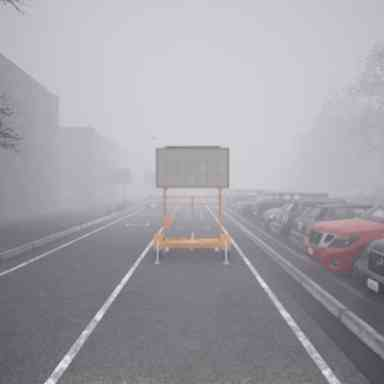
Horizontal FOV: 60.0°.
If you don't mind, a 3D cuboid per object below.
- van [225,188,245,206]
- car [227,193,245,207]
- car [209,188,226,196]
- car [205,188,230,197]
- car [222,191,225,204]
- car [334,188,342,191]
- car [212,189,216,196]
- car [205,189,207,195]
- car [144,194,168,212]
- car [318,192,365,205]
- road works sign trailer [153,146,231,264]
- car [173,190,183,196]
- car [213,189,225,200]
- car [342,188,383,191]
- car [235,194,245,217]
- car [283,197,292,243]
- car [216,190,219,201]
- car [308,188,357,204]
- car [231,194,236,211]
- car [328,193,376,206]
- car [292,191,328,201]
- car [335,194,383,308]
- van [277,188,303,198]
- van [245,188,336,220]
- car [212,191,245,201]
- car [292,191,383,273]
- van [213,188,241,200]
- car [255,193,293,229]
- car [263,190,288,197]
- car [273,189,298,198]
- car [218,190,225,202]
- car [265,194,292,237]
[{"bbox_3d":[5.588,0.724,30.539,4.442,1.987,1.878,0,1,0],"label":"van"},{"bbox_3d":[5.673,1.028,27.741,4.792,1.488,2.163,0,1,0],"label":"car"},{"bbox_3d":[5.751,0.385,50.156,5.566,2.045,2.435,0,1,0],"label":"car"},{"bbox_3d":[5.794,0.058,75.384,5.566,2.045,2.435,0,1,0],"label":"car"},{"bbox_3d":[5.737,0.931,33.346,4.792,1.488,2.163,0,1,0],"label":"car"},{"bbox_3d":[18.761,0.600,36.357,5.566,2.045,2.435,0,1,0],"label":"car"},{"bbox_3d":[5.715,0.677,47.353,4.892,1.521,2.231,0,1,0],"label":"car"},{"bbox_3d":[5.773,0.152,66.974,5.566,2.045,2.435,0,1,0],"label":"car"},{"bbox_3d":[-3.278,0.966,30.729,2.128,1.511,4.902,0,1,0],"label":"car"},{"bbox_3d":[18.789,0.761,41.929,5.008,1.535,2.097,0,1,0],"label":"car"},{"bbox_3d":[0.016,0.276,11.022,2.380,3.560,2.880,0,1,1],"label":"road works sign trailer"},{"bbox_3d":[-3.088,0.375,72.394,1.812,1.442,4.674,0,1,0],"label":"car"},{"bbox_3d":[5.688,0.747,44.556,4.792,1.488,2.163,0,1,0],"label":"car"},{"bbox_3d":[18.759,0.646,33.695,5.566,2.045,2.435,0,1,0],"label":"car"},{"bbox_3d":[5.692,1.096,22.134,5.008,1.535,2.097,0,1,0],"label":"car"},{"bbox_3d":[5.656,1.164,10.921,4.553,1.767,2.185,0,1,0],"label":"car"},{"bbox_3d":[5.707,0.806,38.948,5.008,1.535,2.097,0,1,0],"label":"car"},{"bbox_3d":[18.769,0.466,44.711,5.566,2.045,2.435,0,1,0],"label":"car"},{"bbox_3d":[5.671,1.077,24.938,4.792,1.488,2.163,0,1,0],"label":"car"},{"bbox_3d":[18.790,0.843,39.269,4.674,1.452,2.002,0,1,0],"label":"car"},{"bbox_3d":[18.799,0.597,53.067,5.008,1.535,2.097,0,1,0],"label":"car"},{"bbox_3d":[5.654,1.136,5.313,5.566,2.045,2.435,0,1,0],"label":"car"},{"bbox_3d":[18.935,0.214,64.206,4.442,1.987,1.878,0,1,0],"label":"van"},{"bbox_3d":[5.578,0.919,19.328,4.442,1.987,1.878,0,1,0],"label":"van"},{"bbox_3d":[5.719,0.597,52.963,5.008,1.535,2.097,0,1,0],"label":"car"},{"bbox_3d":[5.657,1.087,8.116,5.566,2.045,2.435,0,1,0],"label":"car"},{"bbox_3d":[5.844,0.332,55.763,4.442,1.987,1.878,0,1,0],"label":"van"},{"bbox_3d":[5.724,1.067,16.527,4.553,1.767,2.185,0,1,0],"label":"car"},{"bbox_3d":[18.850,0.310,75.345,5.008,1.535,2.097,0,0,0],"label":"car"},{"bbox_3d":[18.793,0.278,66.988,4.553,1.767,2.185,0,1,0],"label":"car"},{"bbox_3d":[5.895,0.850,36.149,5.366,1.575,1.946,0,1,0],"label":"car"},{"bbox_3d":[5.659,1.116,13.724,4.553,1.767,2.185,0,1,0],"label":"car"}]
